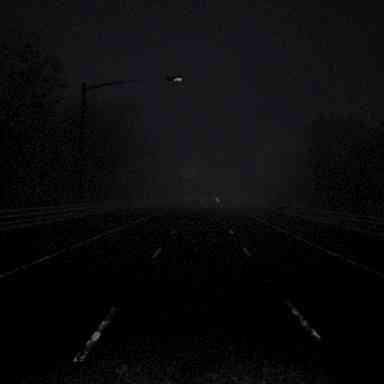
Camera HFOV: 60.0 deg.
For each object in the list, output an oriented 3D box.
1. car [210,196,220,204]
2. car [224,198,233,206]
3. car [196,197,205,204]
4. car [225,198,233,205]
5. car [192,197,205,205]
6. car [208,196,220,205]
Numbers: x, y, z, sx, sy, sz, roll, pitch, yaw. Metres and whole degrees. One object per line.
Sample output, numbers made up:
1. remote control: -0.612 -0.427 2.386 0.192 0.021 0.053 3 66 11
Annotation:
1. car: 5.722 1.963 83.367 2.150 2.045 5.566 1 -1 7
2. car: 8.073 2.262 73.151 1.837 1.490 4.892 1 0 6
3. car: 2.187 2.126 83.331 1.837 1.490 4.892 1 -1 7
4. car: 9.234 2.349 83.336 1.837 1.490 4.892 1 -1 7
5. car: 1.023 2.100 73.013 2.128 1.511 4.902 1 0 6
6. car: 4.592 2.029 73.467 2.097 1.767 4.553 1 0 6
